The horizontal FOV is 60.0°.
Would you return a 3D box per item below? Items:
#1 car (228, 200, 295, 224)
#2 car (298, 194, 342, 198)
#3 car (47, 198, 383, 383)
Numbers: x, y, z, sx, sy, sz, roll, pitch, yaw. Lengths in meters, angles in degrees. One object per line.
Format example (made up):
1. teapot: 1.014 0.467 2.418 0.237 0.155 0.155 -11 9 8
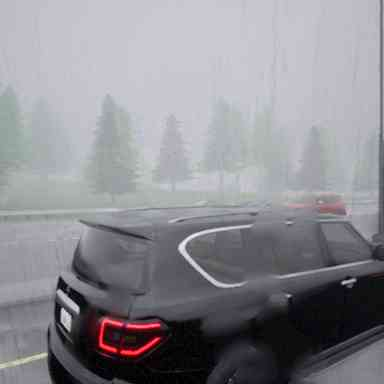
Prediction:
1. car: 5.273 1.418 24.948 4.902 1.511 2.128 0 0 -35
2. car: 8.341 1.144 22.841 5.566 2.045 2.150 0 0 -35
3. car: 1.067 1.208 4.508 5.566 2.045 2.150 0 0 -36
